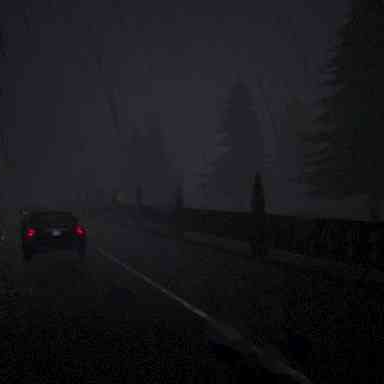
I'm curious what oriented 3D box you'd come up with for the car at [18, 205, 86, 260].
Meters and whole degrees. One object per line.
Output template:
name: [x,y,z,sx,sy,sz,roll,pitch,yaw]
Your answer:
car: [-5.719,1.477,13.446,2.097,1.767,4.553,0,0,-28]
